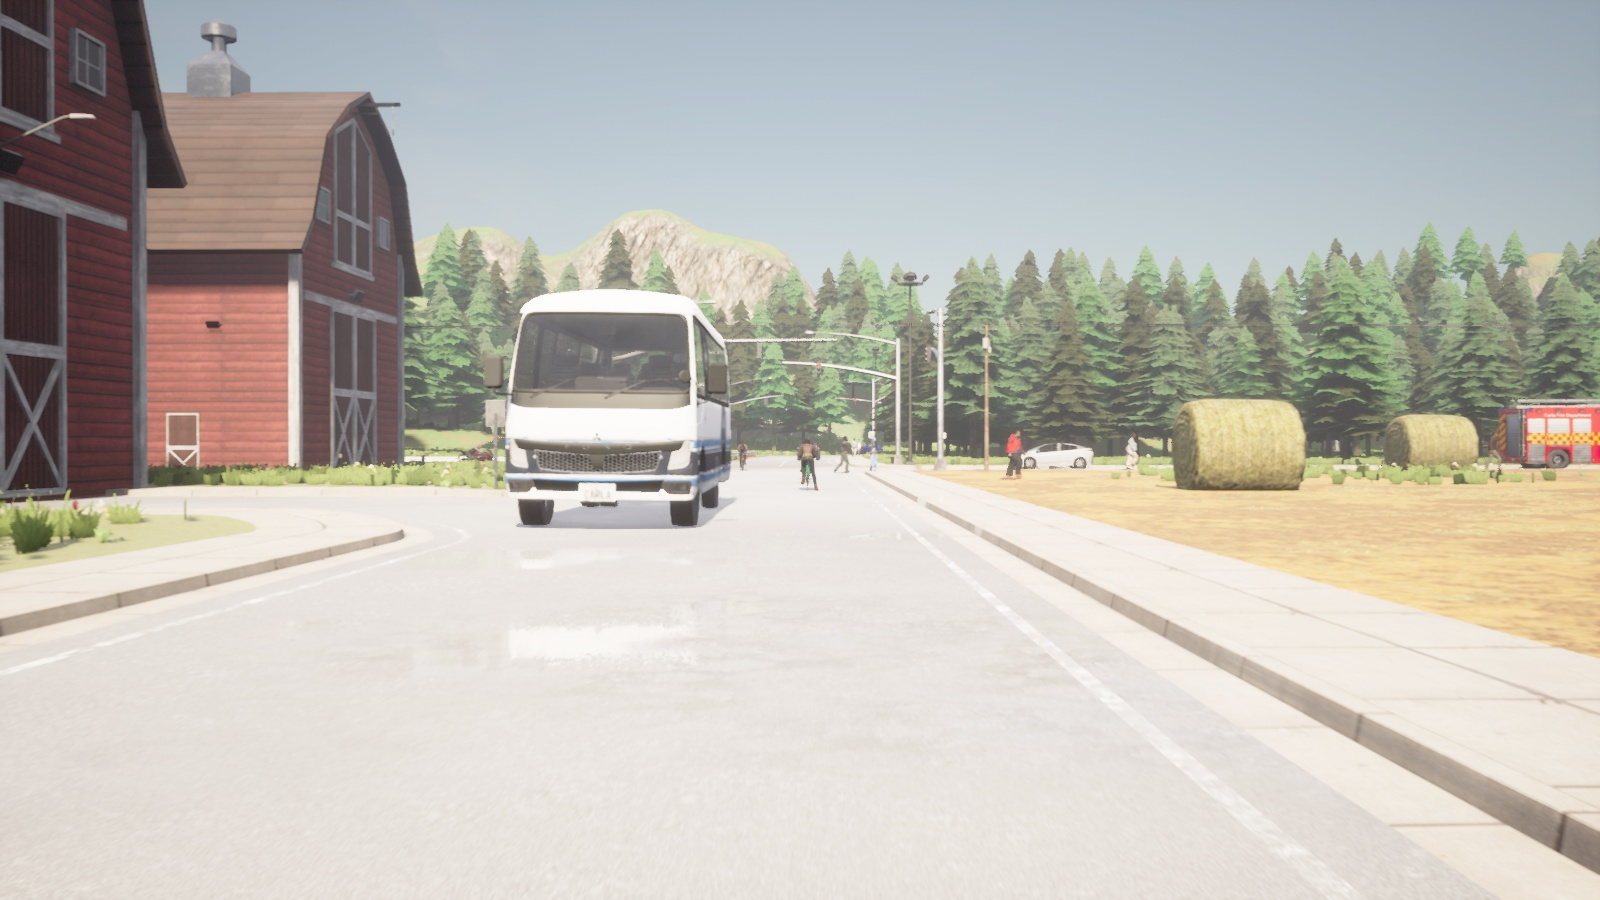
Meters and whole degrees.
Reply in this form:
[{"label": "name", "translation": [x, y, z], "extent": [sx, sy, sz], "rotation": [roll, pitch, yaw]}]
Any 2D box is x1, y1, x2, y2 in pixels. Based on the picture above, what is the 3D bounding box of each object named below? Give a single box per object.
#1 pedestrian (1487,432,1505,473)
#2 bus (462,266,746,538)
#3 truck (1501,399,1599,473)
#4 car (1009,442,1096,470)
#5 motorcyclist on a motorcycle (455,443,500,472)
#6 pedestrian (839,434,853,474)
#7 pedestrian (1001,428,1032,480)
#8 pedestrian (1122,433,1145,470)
[{"label": "pedestrian", "translation": [31.487, 0.110, 56.839], "extent": [0.703, 1.840, 0.431], "rotation": [0, 0, 27]}, {"label": "bus", "translation": [-3.335, -0.817, 25.035], "extent": [3.944, 4.253, 10.273], "rotation": [1, 1, 0]}, {"label": "truck", "translation": [42.423, -0.735, 66.883], "extent": [8.468, 3.827, 2.891], "rotation": [0, 0, 1]}, {"label": "car", "translation": [14.247, 0.331, 71.058], "extent": [4.514, 1.525, 2.007], "rotation": [0, 0, 1]}, {"label": "motorcyclist on a motorcycle", "translation": [-17.538, 0.409, 68.311], "extent": [2.191, 1.530, 0.866], "rotation": [0, 0, 1]}, {"label": "pedestrian", "translation": [2.216, 0.207, 60.910], "extent": [0.666, 1.930, 0.402], "rotation": [0, 0, -2]}, {"label": "pedestrian", "translation": [7.741, 0.152, 44.920], "extent": [0.899, 1.844, 0.634], "rotation": [0, 0, 33]}, {"label": "pedestrian", "translation": [16.518, 0.071, 62.293], "extent": [0.900, 1.855, 0.874], "rotation": [0, 0, 0]}]
